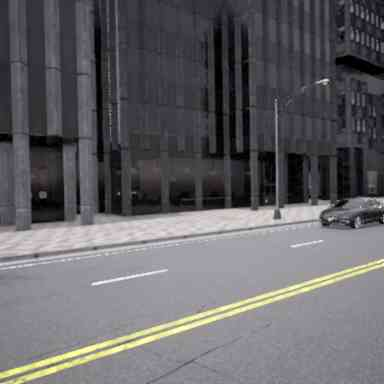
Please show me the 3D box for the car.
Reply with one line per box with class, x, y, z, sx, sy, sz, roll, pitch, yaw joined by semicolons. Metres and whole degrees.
car;8.873;1.073;18.045;4.892;1.490;1.837;-2;1;-36
